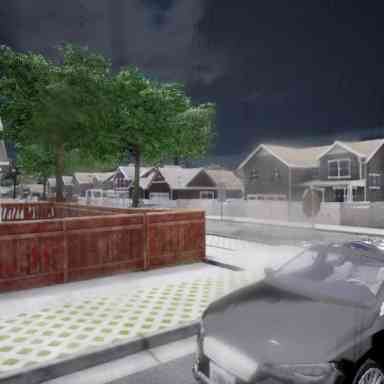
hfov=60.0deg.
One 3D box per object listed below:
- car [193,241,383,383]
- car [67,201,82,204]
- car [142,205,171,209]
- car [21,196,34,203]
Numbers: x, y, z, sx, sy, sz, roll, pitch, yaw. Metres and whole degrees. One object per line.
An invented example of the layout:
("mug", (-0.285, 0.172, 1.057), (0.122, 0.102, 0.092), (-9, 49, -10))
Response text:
("car", (2.278, 1.502, 4.574), (4.902, 1.511, 2.128), (0, 0, -36))
("car", (-15.532, 1.834, 43.722), (1.994, 1.385, 4.181), (0, -1, -35))
("car", (-2.676, 1.675, 25.616), (2.033, 1.411, 5.357), (0, 0, -35))
("car", (-41.955, 2.184, 85.551), (1.895, 1.301, 4.718), (0, 0, -36))
